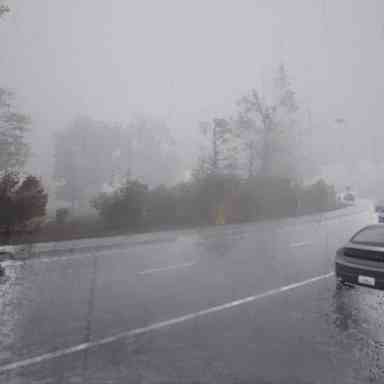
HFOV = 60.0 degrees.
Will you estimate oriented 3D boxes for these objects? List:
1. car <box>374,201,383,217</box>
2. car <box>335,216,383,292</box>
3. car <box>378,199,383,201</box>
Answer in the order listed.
[{"bbox_3d":[13.192,1.504,20.878,1.882,1.535,5.008,0,0,42],"label":"car"},{"bbox_3d":[5.341,1.518,8.219,4.892,1.490,1.837,0,0,-40],"label":"car"},{"bbox_3d":[22.238,1.543,38.263,1.837,1.490,4.892,0,0,33],"label":"car"}]
